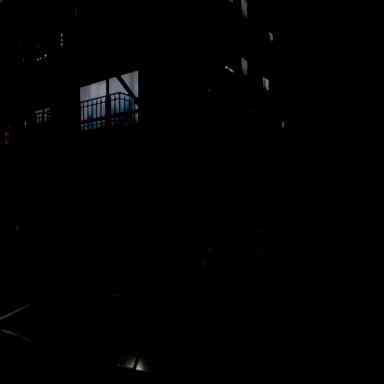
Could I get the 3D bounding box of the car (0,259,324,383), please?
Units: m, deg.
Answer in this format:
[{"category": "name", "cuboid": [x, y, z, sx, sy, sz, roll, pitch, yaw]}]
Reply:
[{"category": "car", "cuboid": [-0.865, 1.569, 3.490, 4.313, 1.339, 1.947, 0, 0, 35]}]
